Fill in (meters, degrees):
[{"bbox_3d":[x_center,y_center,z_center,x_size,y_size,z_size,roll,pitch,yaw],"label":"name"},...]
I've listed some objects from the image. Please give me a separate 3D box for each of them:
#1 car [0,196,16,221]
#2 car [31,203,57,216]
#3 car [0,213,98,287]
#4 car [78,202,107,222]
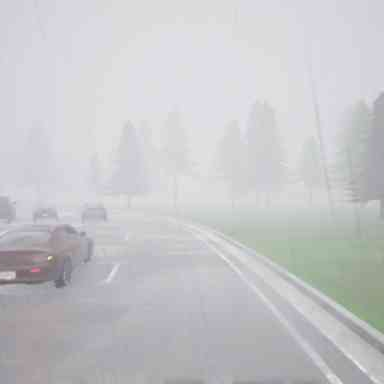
[{"bbox_3d":[-15.077,1.334,25.850,2.150,2.045,5.566,0,0,-25],"label":"car"},{"bbox_3d":[-12.235,1.616,27.611,1.812,1.442,4.674,0,0,-26],"label":"car"},{"bbox_3d":[-4.020,1.555,9.157,1.812,1.442,4.674,0,0,-6],"label":"car"},{"bbox_3d":[-7.892,1.548,26.340,2.128,1.511,4.902,0,0,-22],"label":"car"}]
